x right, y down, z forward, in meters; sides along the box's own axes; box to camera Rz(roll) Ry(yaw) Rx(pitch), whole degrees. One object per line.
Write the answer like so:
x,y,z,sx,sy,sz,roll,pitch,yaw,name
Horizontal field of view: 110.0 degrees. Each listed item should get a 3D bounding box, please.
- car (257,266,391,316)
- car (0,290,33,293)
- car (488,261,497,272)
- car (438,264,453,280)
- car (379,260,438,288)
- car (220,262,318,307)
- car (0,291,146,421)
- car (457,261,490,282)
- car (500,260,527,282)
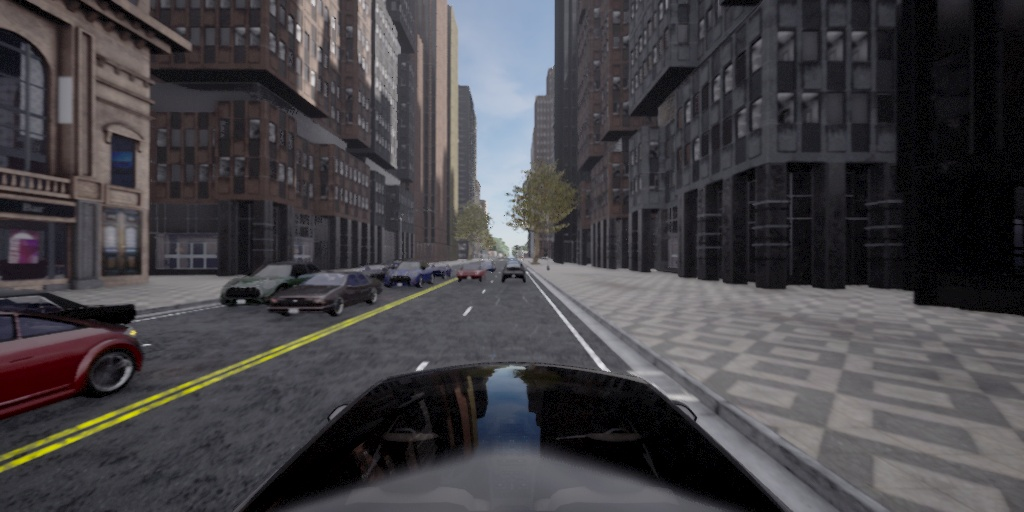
-6.564,1.273,13.454,2.033,1.411,5.357,0,0,0,car
-9.836,1.323,6.224,1.895,1.301,4.718,0,0,0,car
-3.035,1.272,45.168,1.994,1.385,4.181,0,0,0,car
-6.406,1.312,31.208,1.895,1.301,4.718,0,0,0,car
-6.501,1.071,23.089,2.097,1.767,4.553,0,0,1,car
-9.803,1.069,15.239,2.097,1.767,4.553,0,0,0,car
-6.603,1.296,3.698,1.994,1.385,4.181,0,0,0,car
-3.105,1.324,28.441,1.895,1.301,4.718,0,0,1,car
0.147,1.236,28.629,1.837,1.490,4.892,0,0,1,car
